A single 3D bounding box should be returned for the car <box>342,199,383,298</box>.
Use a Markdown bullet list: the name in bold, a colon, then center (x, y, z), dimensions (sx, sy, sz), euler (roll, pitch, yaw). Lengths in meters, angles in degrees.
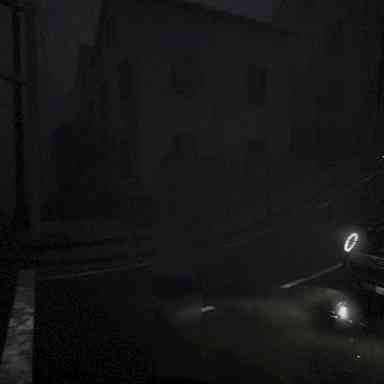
- **car**: center (4.921, 0.423, 6.258), dimensions (4.553, 1.767, 2.097), euler (-18, 9, -25)
